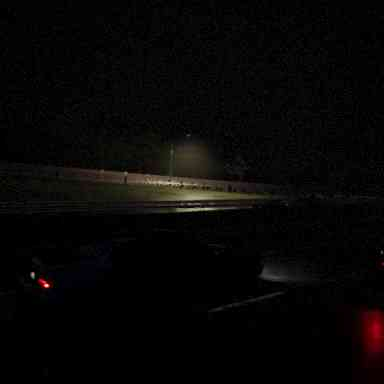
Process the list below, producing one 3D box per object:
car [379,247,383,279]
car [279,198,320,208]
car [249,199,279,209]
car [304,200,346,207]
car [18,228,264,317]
[{"bbox_3d":[6.479,1.527,8.366,4.674,1.442,1.812,0,0,-36],"label":"car"},{"bbox_3d":[11.380,1.356,33.596,4.553,1.767,2.097,0,0,-35],"label":"car"},{"bbox_3d":[8.189,1.529,35.620,4.674,1.442,1.812,0,0,-35],"label":"car"},{"bbox_3d":[12.667,1.605,30.217,4.718,1.301,1.895,0,0,-35],"label":"car"},{"bbox_3d":[-0.824,1.548,7.455,5.357,1.411,2.033,0,0,-36],"label":"car"}]
